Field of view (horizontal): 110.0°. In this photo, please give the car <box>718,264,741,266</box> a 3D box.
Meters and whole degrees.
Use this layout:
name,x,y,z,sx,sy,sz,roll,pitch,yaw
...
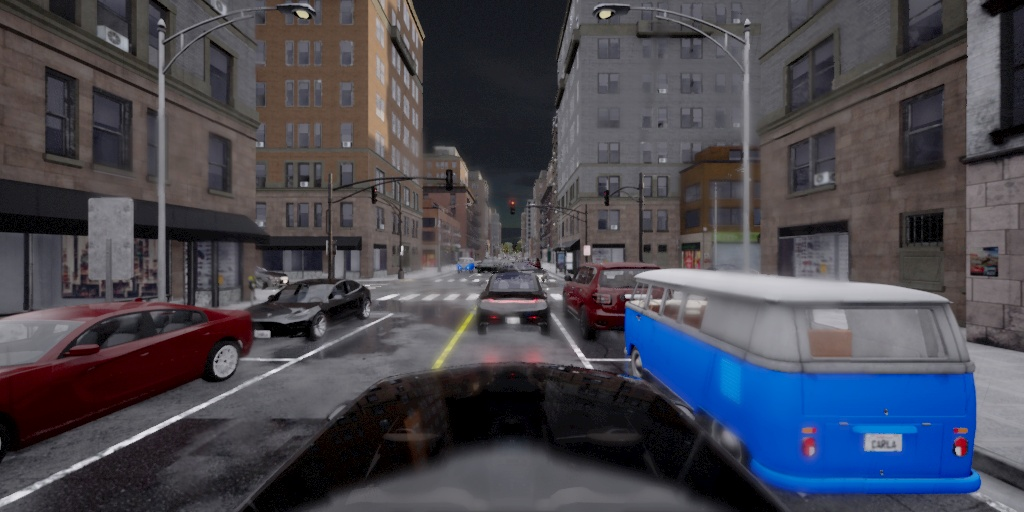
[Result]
name,x,y,z,sx,sy,sz,roll,pitch,yaw
car,14.679,1.239,24.773,4.181,1.385,1.994,0,0,0

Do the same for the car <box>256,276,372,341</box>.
name,x,y,z,sx,sy,sz,roll,pitch,yaw
car,-5.376,1.314,9.918,1.948,1.339,4.313,0,0,0

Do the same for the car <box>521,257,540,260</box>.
name,x,y,z,sx,sy,sz,roll,pitch,yaw
car,2.749,1.052,47.283,2.192,1.841,5.009,0,0,0

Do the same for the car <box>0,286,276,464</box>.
name,x,y,z,sx,sy,sz,roll,pitch,yaw
car,-5.381,1.295,4.407,1.888,1.381,4.507,0,0,0

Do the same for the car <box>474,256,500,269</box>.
name,x,y,z,sx,sy,sz,roll,pitch,yaw
car,-2.812,1.092,41.003,2.097,1.767,4.553,0,0,0

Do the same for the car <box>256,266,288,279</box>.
name,x,y,z,sx,sy,sz,roll,pitch,yaw
car,-16.224,1.302,21.798,4.902,1.511,2.128,0,0,0

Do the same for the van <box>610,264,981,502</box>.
name,x,y,z,sx,sy,sz,roll,pitch,yaw
van,2.644,1.090,4.400,1.690,1.789,3.998,0,0,0

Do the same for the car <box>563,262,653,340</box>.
name,x,y,z,sx,sy,sz,roll,pitch,yaw
car,2.649,1.063,9.912,2.192,1.841,5.009,0,0,0

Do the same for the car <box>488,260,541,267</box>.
name,x,y,z,sx,sy,sz,roll,pitch,yaw
car,0.570,1.228,25.315,2.128,1.511,4.902,-1,0,-30

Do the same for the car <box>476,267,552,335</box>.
name,x,y,z,sx,sy,sz,roll,pitch,yaw
car,0.058,1.240,10.453,2.128,1.511,4.902,0,0,0

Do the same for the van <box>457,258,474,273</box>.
name,x,y,z,sx,sy,sz,roll,pitch,yaw
van,-5.369,1.080,41.882,1.690,1.789,3.998,0,0,0

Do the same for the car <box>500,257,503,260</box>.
name,x,y,z,sx,sy,sz,roll,pitch,yaw
car,-2.781,1.239,57.529,1.837,1.490,4.892,0,0,0
